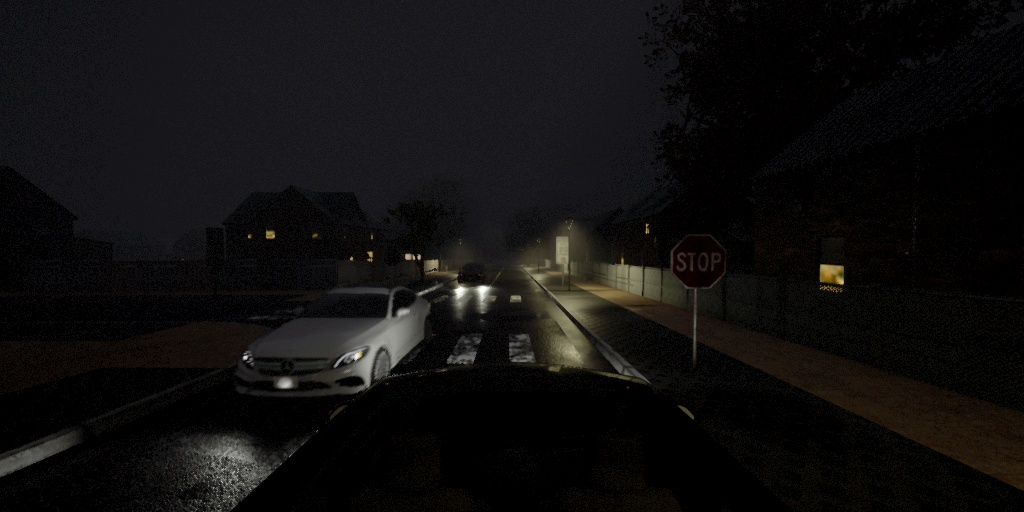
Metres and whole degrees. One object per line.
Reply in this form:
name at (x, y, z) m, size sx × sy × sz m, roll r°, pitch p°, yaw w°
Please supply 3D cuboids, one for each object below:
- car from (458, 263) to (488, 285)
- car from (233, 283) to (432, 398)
car at (-2.789, 1.249, 26.326) m, size 1.882 × 1.535 × 5.008 m, roll 0°, pitch 0°, yaw 0°
car at (-2.756, 1.277, 6.686) m, size 1.812 × 1.442 × 4.674 m, roll 0°, pitch 0°, yaw 0°
